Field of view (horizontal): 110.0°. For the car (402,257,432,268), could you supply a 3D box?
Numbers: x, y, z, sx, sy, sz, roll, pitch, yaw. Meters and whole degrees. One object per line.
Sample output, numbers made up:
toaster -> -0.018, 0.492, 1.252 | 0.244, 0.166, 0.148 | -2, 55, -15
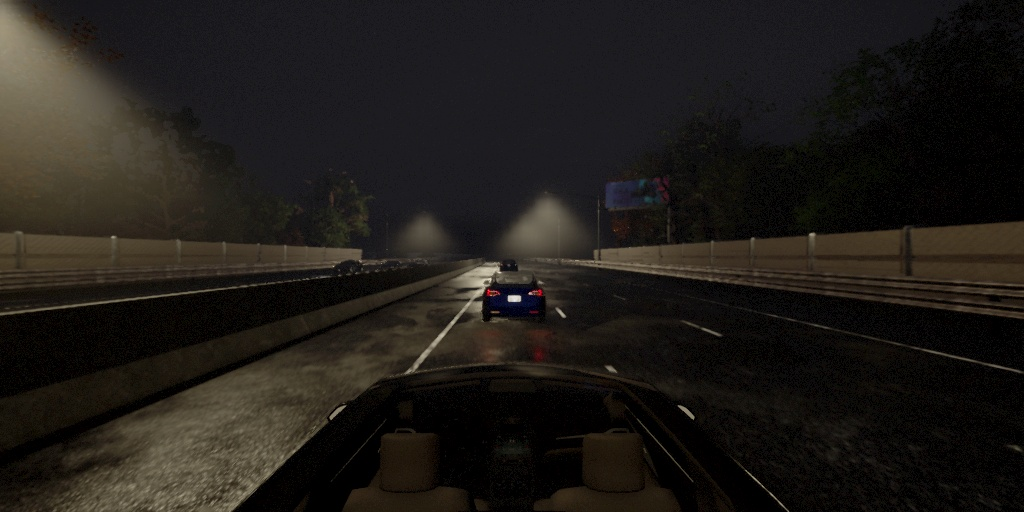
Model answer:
car -> -11.084, 1.239, 43.001 | 2.128, 1.511, 4.902 | 0, 0, -1

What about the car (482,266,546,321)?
car -> 0.056, 1.253, 12.500 | 2.163, 1.488, 4.792 | 0, 0, 0

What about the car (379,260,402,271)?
car -> -14.601, 1.274, 43.700 | 1.812, 1.442, 4.674 | 0, 0, -1

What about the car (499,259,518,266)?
car -> -0.382, 1.095, 42.247 | 2.097, 1.767, 4.553 | 0, 0, -1

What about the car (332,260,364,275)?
car -> -18.016, 1.257, 39.657 | 1.837, 1.490, 4.892 | 0, 0, -1
